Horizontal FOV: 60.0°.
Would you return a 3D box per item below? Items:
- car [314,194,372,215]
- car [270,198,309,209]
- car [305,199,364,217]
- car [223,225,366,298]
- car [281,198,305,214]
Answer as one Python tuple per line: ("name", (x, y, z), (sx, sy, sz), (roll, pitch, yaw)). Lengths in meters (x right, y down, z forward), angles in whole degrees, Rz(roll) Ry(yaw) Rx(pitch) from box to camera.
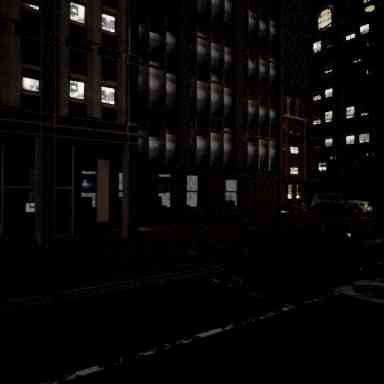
("car", (14.420, 1.182, 32.445), (2.150, 2.045, 5.566), (0, 0, -36))
("car", (12.951, 1.496, 44.425), (1.752, 1.417, 4.829), (0, 0, -36))
("car", (12.845, 1.532, 30.199), (1.802, 1.307, 4.206), (0, 0, -36))
("car", (2.771, 1.566, 8.535), (4.313, 1.339, 1.947), (0, 0, -36))
("car", (9.643, 1.465, 34.662), (1.752, 1.417, 4.829), (0, 0, -36))
